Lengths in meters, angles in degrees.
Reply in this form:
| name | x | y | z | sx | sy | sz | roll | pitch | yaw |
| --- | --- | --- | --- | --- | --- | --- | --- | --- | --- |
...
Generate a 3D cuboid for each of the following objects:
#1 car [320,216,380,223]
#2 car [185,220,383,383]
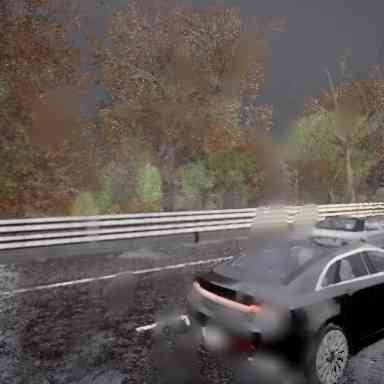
| name | x | y | z | sx | sy | sz | roll | pitch | yaw |
| --- | --- | --- | --- | --- | --- | --- | --- | --- | --- |
| car | 6.049 | 1.546 | 12.281 | 4.718 | 1.301 | 1.895 | 0 | 0 | -35 |
| car | 2.210 | 1.470 | 5.307 | 4.902 | 1.511 | 2.128 | 0 | 0 | -35 |
